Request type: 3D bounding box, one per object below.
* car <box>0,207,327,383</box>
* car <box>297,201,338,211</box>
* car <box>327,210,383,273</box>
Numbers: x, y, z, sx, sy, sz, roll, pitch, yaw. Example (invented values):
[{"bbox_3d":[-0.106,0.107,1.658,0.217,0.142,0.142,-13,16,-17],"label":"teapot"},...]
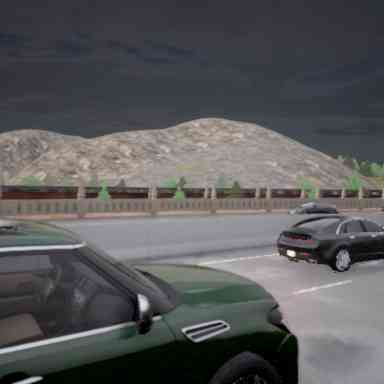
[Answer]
[{"bbox_3d":[-1.613,1.204,2.509,5.566,2.045,2.150,0,0,-35],"label":"car"},{"bbox_3d":[10.552,1.524,28.902,4.674,1.442,1.812,1,0,-21],"label":"car"},{"bbox_3d":[4.938,1.509,10.632,4.892,1.490,1.837,0,0,-29],"label":"car"}]
